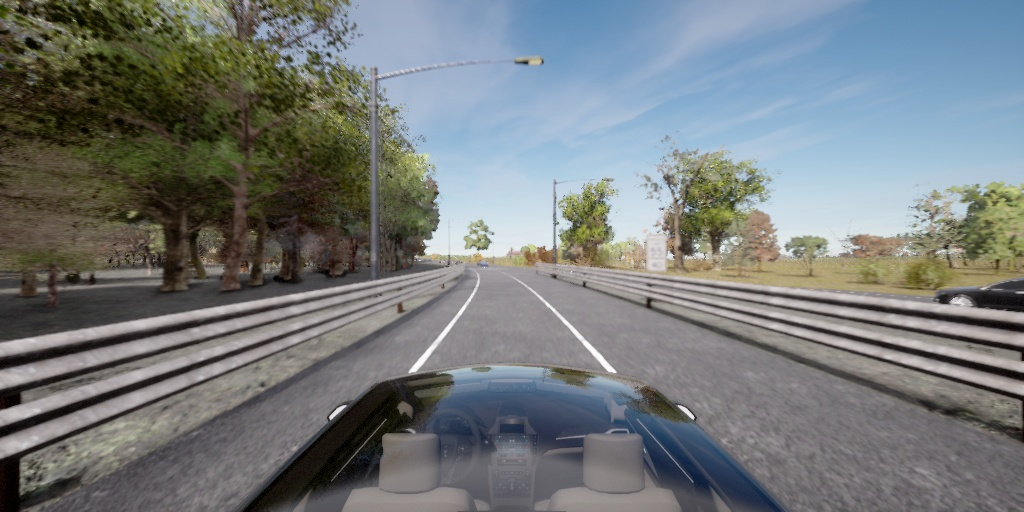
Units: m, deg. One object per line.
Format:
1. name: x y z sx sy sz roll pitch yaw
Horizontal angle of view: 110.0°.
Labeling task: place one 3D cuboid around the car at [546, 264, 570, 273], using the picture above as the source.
1. car: 6.176 1.712 48.759 1.994 1.385 4.181 0 0 -20

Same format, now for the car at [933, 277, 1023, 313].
1. car: 19.025 1.510 13.055 1.837 1.490 4.892 0 0 -20
